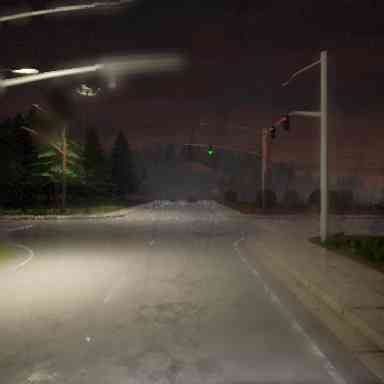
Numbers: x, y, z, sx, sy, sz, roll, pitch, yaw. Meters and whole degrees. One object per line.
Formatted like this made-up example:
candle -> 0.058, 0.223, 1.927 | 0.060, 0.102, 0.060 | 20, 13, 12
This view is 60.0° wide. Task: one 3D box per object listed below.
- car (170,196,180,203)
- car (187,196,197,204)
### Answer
car -> -3.503, 1.536, 68.261 | 2.033, 1.411, 5.357 | 0, 0, 0
car -> 0.000, 1.483, 61.752 | 1.882, 1.535, 5.008 | 0, 0, 0
